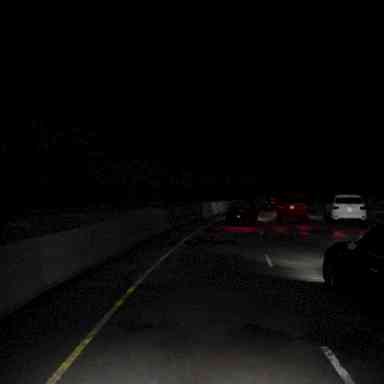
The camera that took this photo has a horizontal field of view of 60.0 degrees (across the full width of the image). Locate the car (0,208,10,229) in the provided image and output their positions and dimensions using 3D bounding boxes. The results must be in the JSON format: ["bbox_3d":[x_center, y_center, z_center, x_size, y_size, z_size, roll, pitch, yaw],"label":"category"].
[{"bbox_3d":[-12.227,1.413,18.069,2.128,1.511,4.902,0,0,11],"label":"car"}]

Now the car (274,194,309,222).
[{"bbox_3d":[7.943,1.186,26.242,2.150,2.045,5.566,0,0,18],"label":"car"}]

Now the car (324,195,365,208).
[{"bbox_3d":[10.829,1.200,23.811,2.150,2.045,5.566,0,0,16],"label":"car"}]

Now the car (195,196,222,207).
[{"bbox_3d":[2.538,1.388,49.296,2.128,1.511,4.902,0,0,29],"label":"car"}]

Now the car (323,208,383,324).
[{"bbox_3d":[4.014,1.351,5.950,2.097,1.767,4.553,0,0,4],"label":"car"}]

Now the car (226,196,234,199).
[{"bbox_3d":[6.644,1.479,62.374,1.895,1.301,4.718,0,0,36],"label":"car"}]

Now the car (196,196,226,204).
[{"bbox_3d":[2.198,1.515,40.887,1.895,1.301,4.718,0,0,25],"label":"car"}]

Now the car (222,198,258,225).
[{"bbox_3d":[3.657,1.434,23.918,1.882,1.535,5.008,0,0,15],"label":"car"}]

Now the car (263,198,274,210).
[{"bbox_3d":[9.973,1.430,40.423,2.128,1.511,4.902,0,0,26],"label":"car"}]
